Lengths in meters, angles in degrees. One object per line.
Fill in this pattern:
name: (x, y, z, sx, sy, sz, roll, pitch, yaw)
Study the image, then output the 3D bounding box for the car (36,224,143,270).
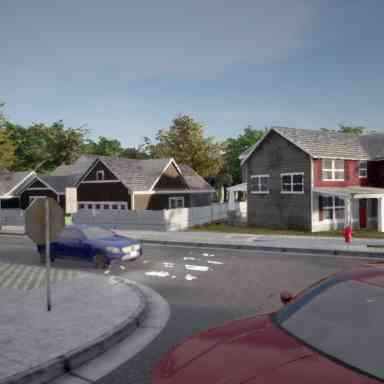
car: (-4.114, 2.011, 13.026, 4.674, 1.442, 1.812, -2, 0, 30)

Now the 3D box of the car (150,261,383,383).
car: (2.049, 1.481, 3.091, 5.008, 1.535, 1.882, 0, 0, -26)
